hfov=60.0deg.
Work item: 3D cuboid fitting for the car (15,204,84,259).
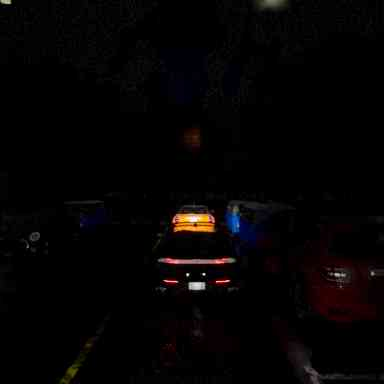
[{"bbox_3d":[-5.780,1.443,12.372,1.967,1.590,4.097,0,0,0],"label":"car"}]

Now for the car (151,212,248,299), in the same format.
[{"bbox_3d":[0.091,1.493,8.468,2.128,1.511,4.902,0,0,0],"label":"car"}]

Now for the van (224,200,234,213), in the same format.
[{"bbox_3d":[2.738,1.345,17.821,1.690,1.788,3.998,0,0,0],"label":"van"}]

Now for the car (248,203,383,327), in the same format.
[{"bbox_3d":[2.753,1.316,6.946,2.192,1.841,5.009,0,0,0],"label":"car"}]

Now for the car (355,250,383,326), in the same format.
[{"bbox_3d":[2.761,1.440,1.508,1.967,1.590,4.097,0,0,0],"label":"car"}]

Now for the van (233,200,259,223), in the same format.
[{"bbox_3d":[2.745,1.344,12.383,1.690,1.788,3.998,0,0,0],"label":"van"}]

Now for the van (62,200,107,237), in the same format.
[{"bbox_3d":[-5.787,1.345,17.810,1.690,1.788,3.998,0,0,0],"label":"van"}]

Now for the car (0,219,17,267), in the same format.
[{"bbox_3d":[-5.772,1.527,6.765,1.752,1.417,4.829,0,0,0],"label":"car"}]

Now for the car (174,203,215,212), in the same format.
[{"bbox_3d":[0.115,1.356,17.518,2.097,1.767,4.553,0,0,1],"label":"car"}]
